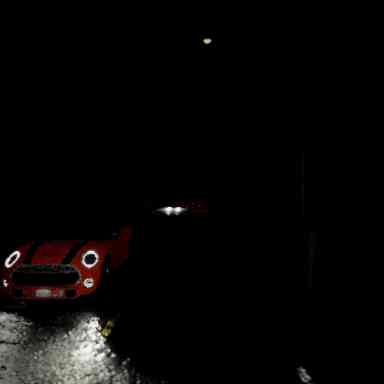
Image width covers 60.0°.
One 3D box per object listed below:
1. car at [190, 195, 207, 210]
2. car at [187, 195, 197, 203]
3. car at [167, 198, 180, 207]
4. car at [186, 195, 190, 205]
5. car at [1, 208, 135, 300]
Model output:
[{"bbox_3d":[0.953,1.503,42.683,1.882,1.535,5.008,0,0,0],"label":"car"},{"bbox_3d":[-0.016,1.441,71.272,2.128,1.511,4.902,0,0,0],"label":"car"},{"bbox_3d":[-2.832,1.632,51.452,1.895,1.301,4.718,0,0,0],"label":"car"},{"bbox_3d":[-0.013,1.390,60.223,2.097,1.767,4.553,0,0,0],"label":"car"},{"bbox_3d":[-2.853,1.356,8.631,2.097,1.767,4.553,0,0,0],"label":"car"}]
